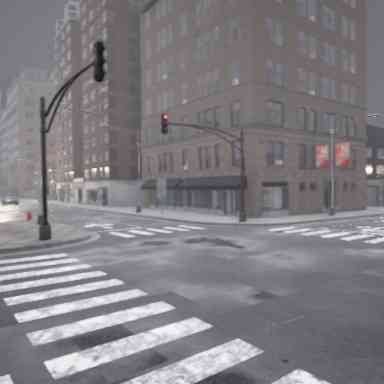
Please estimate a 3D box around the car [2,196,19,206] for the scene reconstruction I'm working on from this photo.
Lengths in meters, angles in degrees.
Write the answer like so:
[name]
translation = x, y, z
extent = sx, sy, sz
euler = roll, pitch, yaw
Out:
[car]
translation = -28.115, 1.393, 51.502
extent = 2.033, 1.411, 5.357
euler = -1, 1, -36
